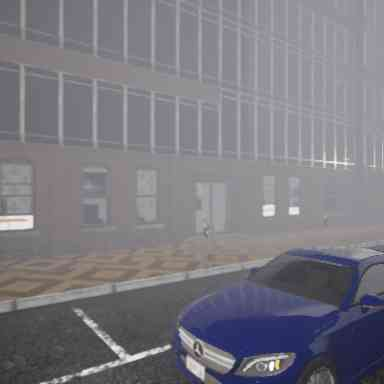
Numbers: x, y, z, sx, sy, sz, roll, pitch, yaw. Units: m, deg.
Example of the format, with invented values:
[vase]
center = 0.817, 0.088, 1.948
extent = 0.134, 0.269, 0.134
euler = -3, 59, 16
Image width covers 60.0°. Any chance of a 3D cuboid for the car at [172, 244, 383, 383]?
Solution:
[car]
center = 1.934, 1.551, 4.755
extent = 4.674, 1.442, 1.812
euler = 0, 0, -35
